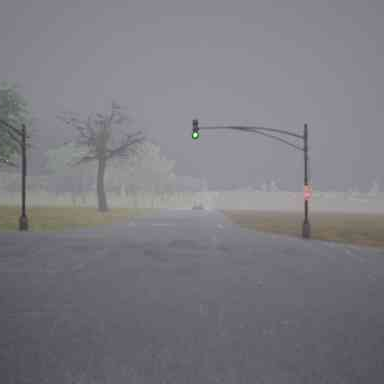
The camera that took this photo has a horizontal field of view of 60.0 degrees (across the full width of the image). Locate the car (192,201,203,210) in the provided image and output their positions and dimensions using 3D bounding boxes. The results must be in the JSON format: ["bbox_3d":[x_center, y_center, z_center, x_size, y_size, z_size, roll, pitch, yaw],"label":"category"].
[{"bbox_3d":[1.099,2.646,61.286,1.994,1.385,4.181,0,-2,1],"label":"car"}]

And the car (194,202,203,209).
[{"bbox_3d":[1.335,2.812,71.324,1.837,1.490,4.892,0,-2,1],"label":"car"}]
